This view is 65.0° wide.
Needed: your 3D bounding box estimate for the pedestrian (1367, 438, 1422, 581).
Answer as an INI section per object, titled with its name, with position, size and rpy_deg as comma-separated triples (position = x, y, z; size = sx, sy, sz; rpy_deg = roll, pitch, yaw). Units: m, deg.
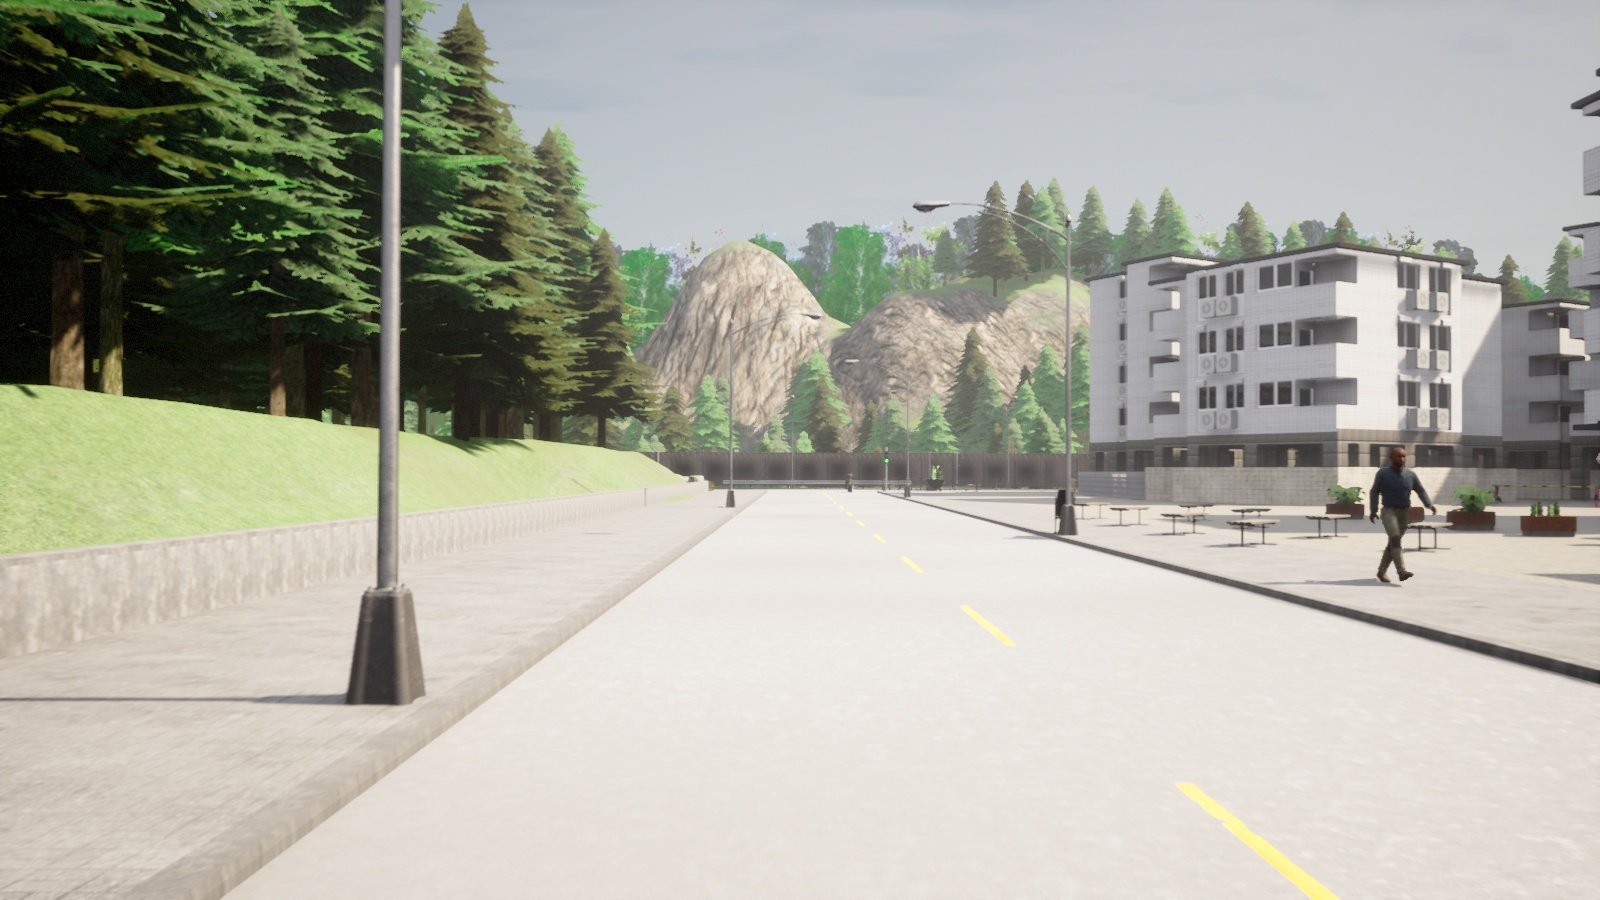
[pedestrian]
position = 7.825, 0.769, 16.551
size = 0.370, 1.835, 0.726
rpy_deg = 0, -1, 1
